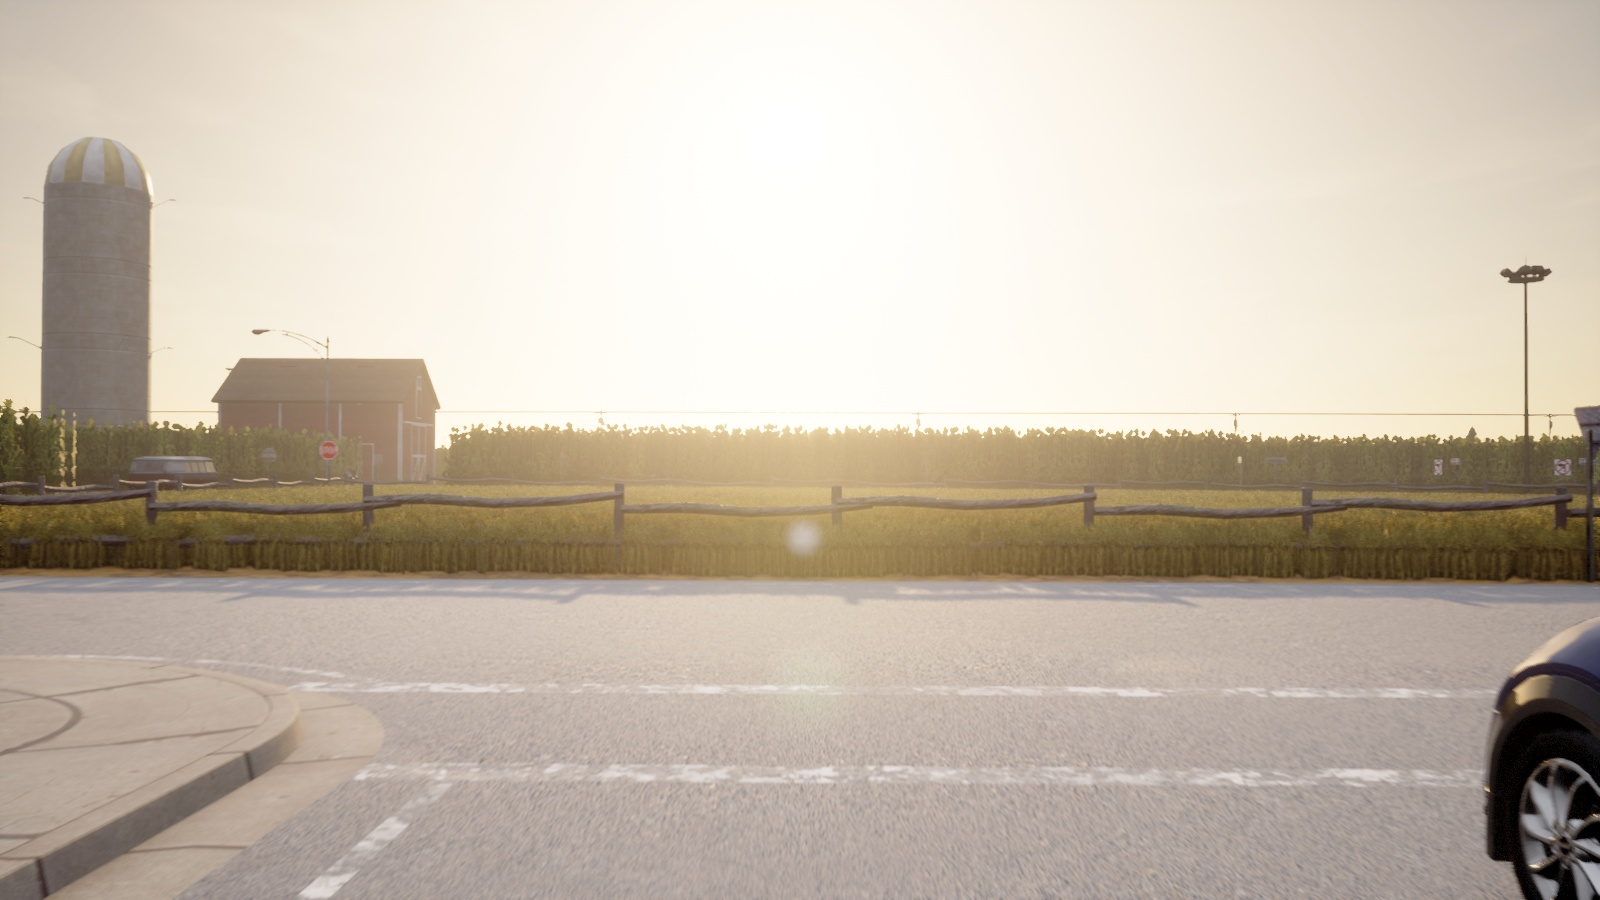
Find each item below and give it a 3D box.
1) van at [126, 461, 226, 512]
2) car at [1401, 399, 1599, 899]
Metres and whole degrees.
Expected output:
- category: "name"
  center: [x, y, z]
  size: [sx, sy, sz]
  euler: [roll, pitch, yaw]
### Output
- category: "van"
  center: [-25.180, 1.442, 50.824]
  size: [1.775, 1.987, 4.442]
  euler: [0, -1, 1]
- category: "car"
  center: [3.486, 0.706, 2.788]
  size: [2.097, 1.767, 4.553]
  euler: [0, -1, 0]
